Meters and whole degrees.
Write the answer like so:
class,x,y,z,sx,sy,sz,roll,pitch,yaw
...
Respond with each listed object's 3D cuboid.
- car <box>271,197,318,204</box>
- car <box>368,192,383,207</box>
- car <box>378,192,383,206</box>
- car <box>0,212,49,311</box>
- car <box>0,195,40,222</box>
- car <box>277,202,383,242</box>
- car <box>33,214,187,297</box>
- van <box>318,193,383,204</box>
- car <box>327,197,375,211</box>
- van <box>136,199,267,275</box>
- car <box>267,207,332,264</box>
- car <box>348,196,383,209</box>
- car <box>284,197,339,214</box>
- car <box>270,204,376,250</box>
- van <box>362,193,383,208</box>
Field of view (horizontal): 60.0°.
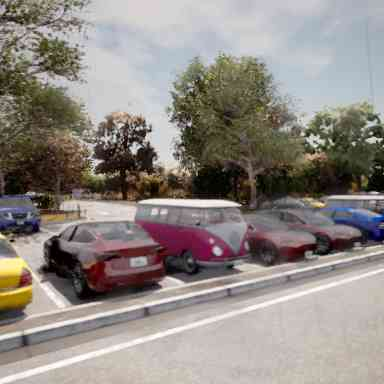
class,x,y,z,sx,sy,sz,roll,pitch,yaw
car,10.162,1.371,33.850,2.231,1.521,4.892,0,0,-36
car,28.207,1.039,46.791,2.435,2.045,5.566,0,0,-36
car,30.499,1.024,48.360,2.435,2.045,5.566,0,0,-36
car,-4.825,1.466,7.262,1.946,1.575,5.366,0,0,-36
car,-10.331,1.210,19.143,2.435,2.045,5.566,0,0,-36
car,6.684,1.418,15.264,2.097,1.535,5.008,0,0,-36
car,-2.455,1.488,8.766,2.163,1.488,4.792,0,0,-36
van,9.028,1.182,16.804,1.878,1.987,4.442,0,0,-36
car,19.213,1.360,40.284,2.163,1.488,4.792,0,0,-36
van,-0.091,1.223,10.279,1.878,1.987,4.442,0,0,-36
car,2.139,1.468,11.982,2.163,1.488,4.792,0,0,-36
car,23.603,1.308,43.689,1.946,1.575,5.366,0,0,-36
car,12.532,1.357,35.310,1.946,1.575,5.366,0,0,-36
car,4.418,1.458,13.613,2.163,1.488,4.792,0,0,-36
van,25.898,1.075,45.247,1.878,1.987,4.442,0,0,-36
